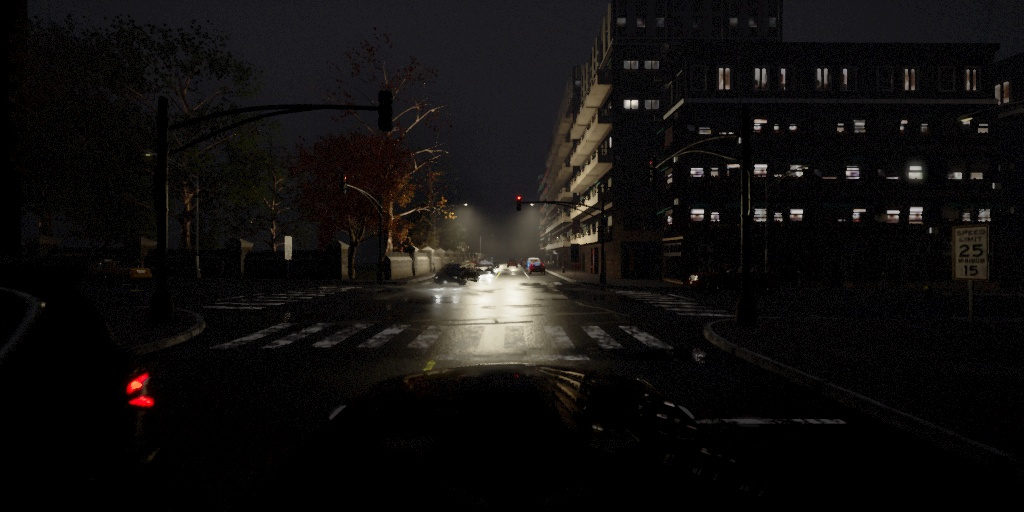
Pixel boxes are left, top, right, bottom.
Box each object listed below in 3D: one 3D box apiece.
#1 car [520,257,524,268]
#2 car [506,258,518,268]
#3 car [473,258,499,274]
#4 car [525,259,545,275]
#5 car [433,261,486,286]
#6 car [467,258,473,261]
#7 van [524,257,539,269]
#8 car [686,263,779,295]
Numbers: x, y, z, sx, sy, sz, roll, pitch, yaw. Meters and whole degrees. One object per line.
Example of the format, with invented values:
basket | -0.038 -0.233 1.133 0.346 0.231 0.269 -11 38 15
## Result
car | 2.751 1.230 56.827 1.967 1.591 4.097 0 0 0
car | 0.066 1.304 62.609 1.837 1.490 4.892 0 0 0
car | -3.055 1.262 41.970 2.128 1.511 4.902 0 0 0
car | 2.732 1.314 39.936 1.888 1.381 4.507 0 0 0
car | -3.759 1.305 25.721 2.033 1.411 5.357 0 0 12
car | -5.642 1.300 45.406 1.751 1.417 4.829 0 0 0
van | 2.739 1.116 45.566 1.690 1.789 3.998 0 0 0
car | 13.471 1.353 21.953 5.009 1.841 2.192 0 0 0
